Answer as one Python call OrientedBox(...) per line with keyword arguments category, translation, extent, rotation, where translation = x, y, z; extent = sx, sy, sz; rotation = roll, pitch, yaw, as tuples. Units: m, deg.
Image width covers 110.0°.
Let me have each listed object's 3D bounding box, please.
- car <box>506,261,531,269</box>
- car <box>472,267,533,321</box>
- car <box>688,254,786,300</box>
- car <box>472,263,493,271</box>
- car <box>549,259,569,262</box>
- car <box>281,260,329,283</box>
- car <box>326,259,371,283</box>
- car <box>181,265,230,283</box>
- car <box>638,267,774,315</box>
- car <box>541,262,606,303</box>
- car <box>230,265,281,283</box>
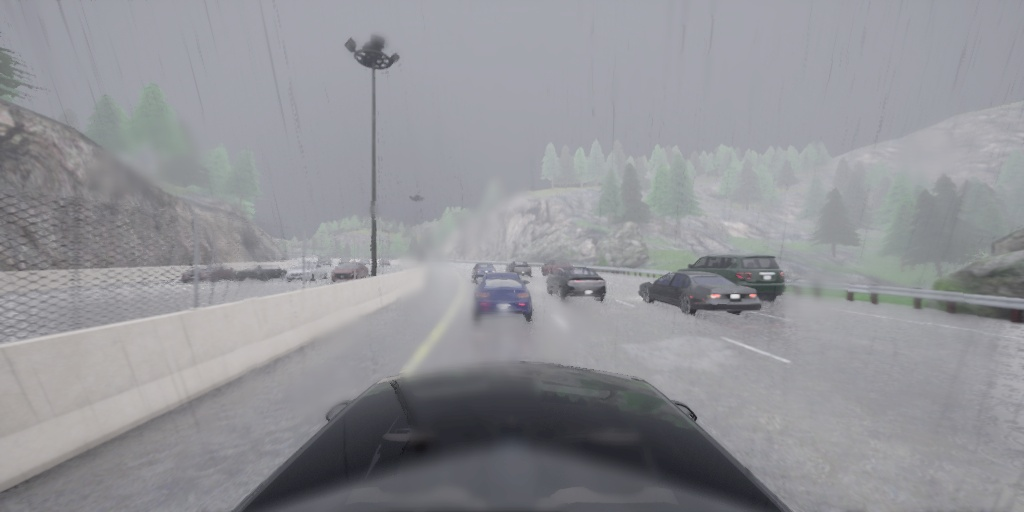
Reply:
OrientedBox(category="car", translation=(0.566, 1.239, 33.955), extent=(2.128, 1.511, 4.902), rotation=(0, 0, -10))
OrientedBox(category="car", translation=(-0.356, 1.276, 12.348), extent=(1.812, 1.442, 4.674), rotation=(0, 0, -4))
OrientedBox(category="car", translation=(9.874, 0.949, 16.831), extent=(2.150, 2.045, 5.566), rotation=(0, 0, -5))
OrientedBox(category="car", translation=(-2.437, 1.302, 31.030), extent=(2.033, 1.411, 5.357), rotation=(0, 0, -9))
OrientedBox(category="car", translation=(4.177, 1.092, 33.548), extent=(2.097, 1.767, 4.553), rotation=(0, 0, -10))
OrientedBox(category="car", translation=(-16.535, 1.311, 29.158), extent=(1.812, 1.442, 4.674), rotation=(0, 0, -10))
OrientedBox(category="car", translation=(-12.975, 1.255, 29.017), extent=(1.882, 1.535, 5.008), rotation=(0, 0, -9))
OrientedBox(category="car", translation=(-23.452, 1.365, 27.993), extent=(1.994, 1.385, 4.181), rotation=(0, 0, -10))
OrientedBox(category="car", translation=(6.632, 1.282, 13.435), extent=(2.033, 1.411, 5.357), rotation=(0, 0, -4))
OrientedBox(category="car", translation=(2.846, 1.234, 16.638), extent=(2.128, 1.511, 4.902), rotation=(0, 0, -5))
OrientedBox(category="car", translation=(-20.024, 1.394, 28.875), extent=(1.895, 1.301, 4.718), rotation=(0, 0, -10))
